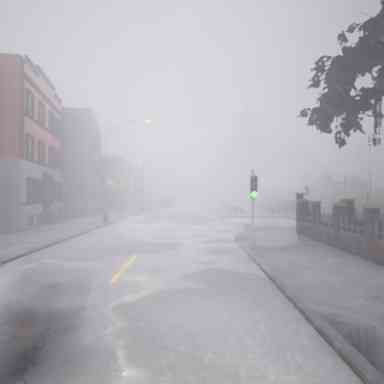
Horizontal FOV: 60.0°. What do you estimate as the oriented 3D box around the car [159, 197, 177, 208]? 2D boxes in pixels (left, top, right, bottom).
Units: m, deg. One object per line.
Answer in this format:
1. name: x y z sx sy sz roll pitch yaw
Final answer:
1. car: -4.059 1.613 52.991 2.097 1.767 4.553 0 0 1
